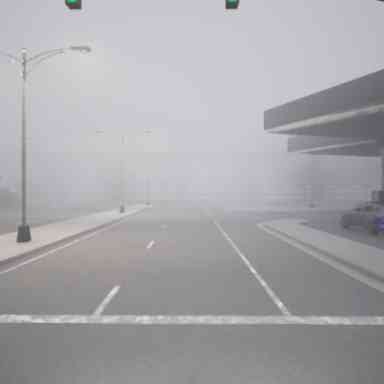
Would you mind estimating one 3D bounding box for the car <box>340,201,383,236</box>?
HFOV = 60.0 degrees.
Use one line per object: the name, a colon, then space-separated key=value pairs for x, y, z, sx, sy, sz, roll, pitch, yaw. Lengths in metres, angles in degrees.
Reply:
car: x=9.707 y=1.293 z=17.561 sx=2.242 sy=1.667 sz=4.611 roll=0 pitch=0 yaw=0
